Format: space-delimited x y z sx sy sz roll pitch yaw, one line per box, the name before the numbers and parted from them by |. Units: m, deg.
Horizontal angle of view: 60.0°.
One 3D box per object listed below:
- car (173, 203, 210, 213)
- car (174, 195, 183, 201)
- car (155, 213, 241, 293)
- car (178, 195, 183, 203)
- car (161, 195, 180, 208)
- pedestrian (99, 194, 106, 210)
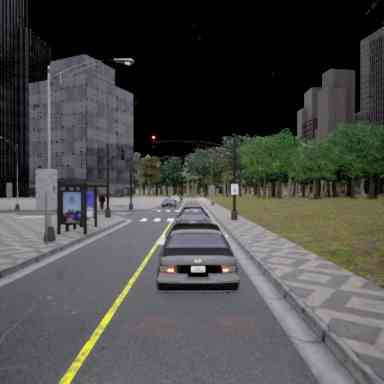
car | 0.071 1.549 19.239 1.994 1.385 4.181 0 0 0
car | -3.107 1.444 76.289 1.895 1.301 4.718 0 0 0
car | 0.094 1.542 8.961 2.033 1.411 5.357 0 0 -1
car | -3.113 1.438 61.304 1.812 1.442 4.674 0 0 0
car | -3.128 1.505 45.866 1.994 1.385 4.181 0 0 0
pedestrian | -10.108 1.042 37.307 0.375 1.860 0.375 0 0 1
